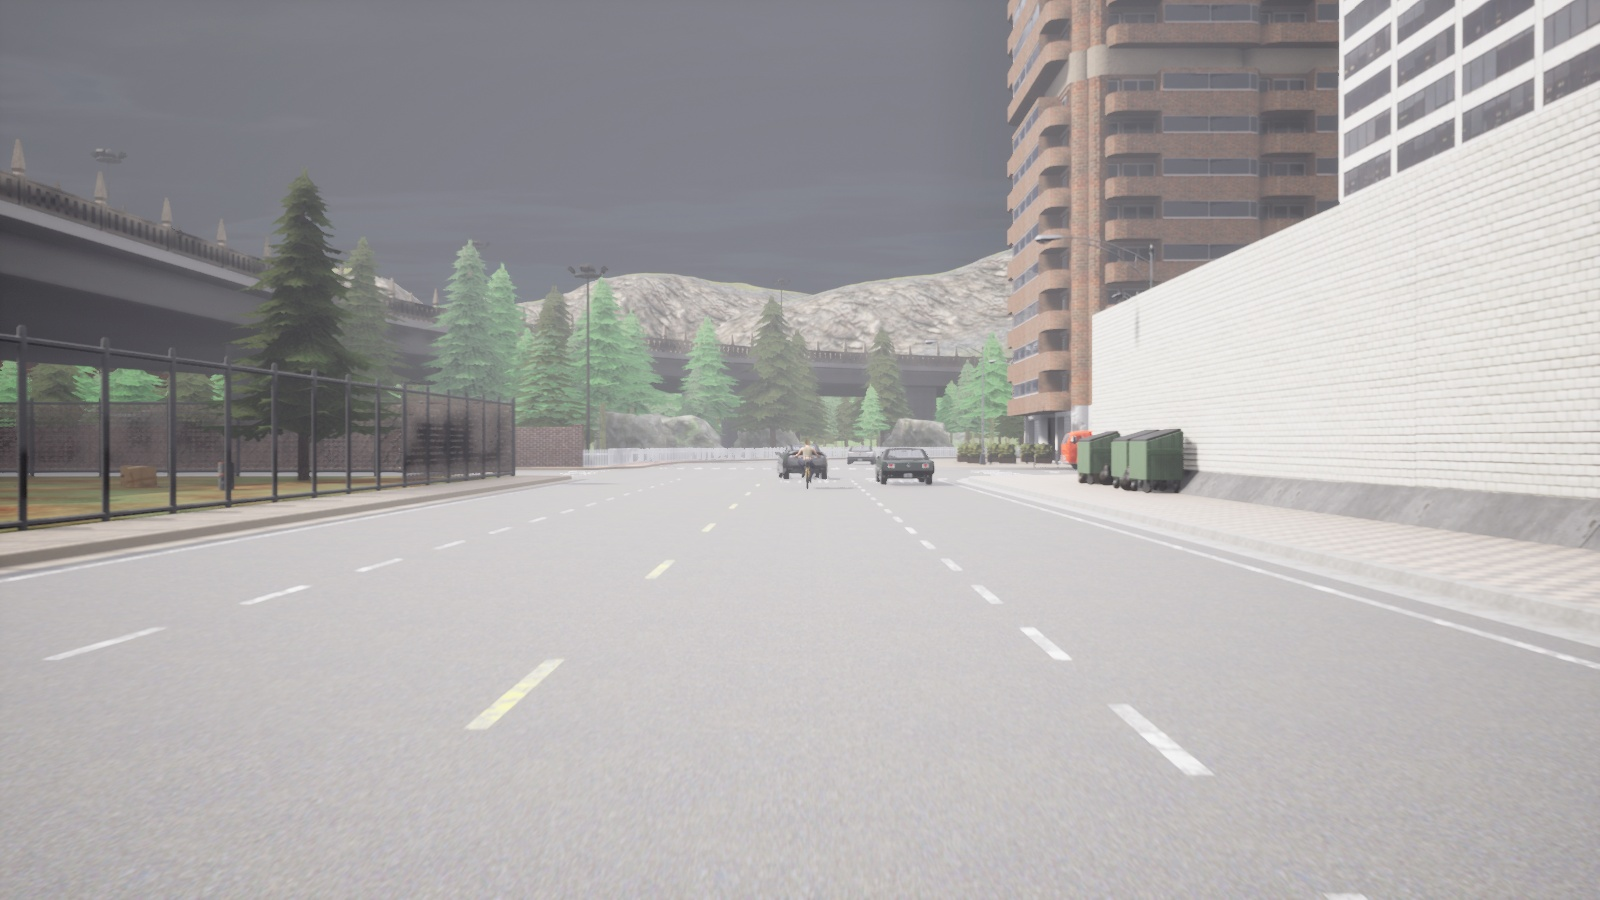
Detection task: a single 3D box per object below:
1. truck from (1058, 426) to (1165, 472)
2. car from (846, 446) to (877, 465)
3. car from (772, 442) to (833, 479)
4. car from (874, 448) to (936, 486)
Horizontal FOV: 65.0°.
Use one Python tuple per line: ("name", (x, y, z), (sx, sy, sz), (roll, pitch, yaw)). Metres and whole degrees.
("truck", (16.831, -0.055, 68.079), (5.204, 2.467, 2.627), (0, 0, 0))
("car", (4.324, 0.358, 87.446), (1.895, 1.301, 4.718), (0, 0, 6))
("car", (0.048, 0.444, 53.634), (2.128, 1.511, 4.902), (0, 0, -6))
("car", (3.774, 0.592, 45.742), (1.895, 1.301, 4.718), (0, 0, 0))
